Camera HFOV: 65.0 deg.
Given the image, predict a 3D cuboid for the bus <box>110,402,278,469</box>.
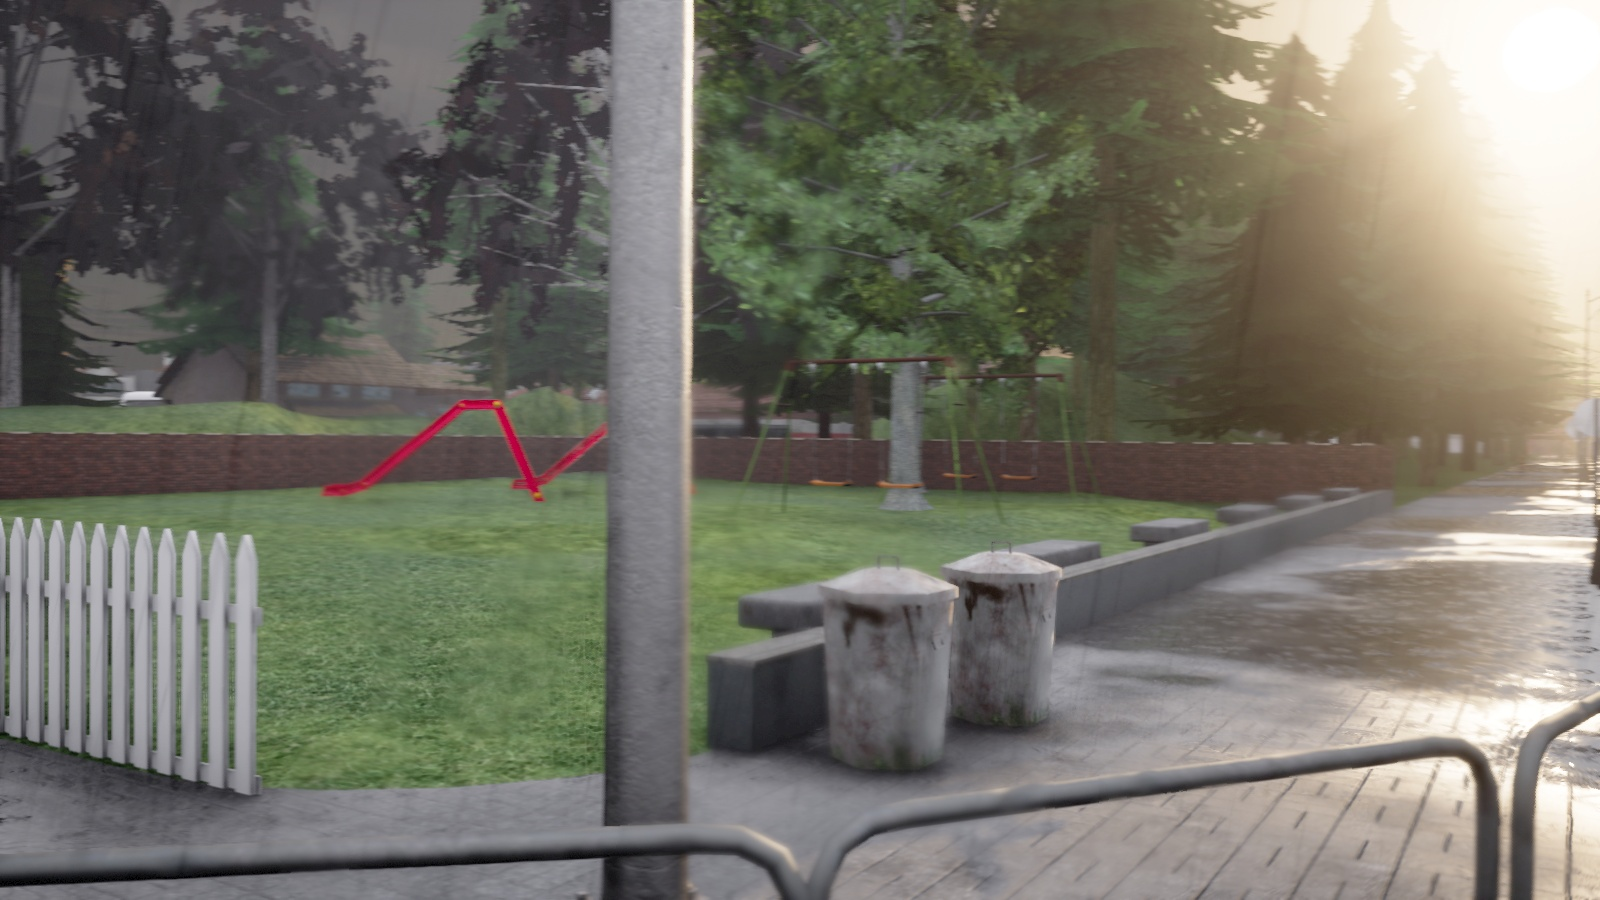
[{"bbox_3d":[-40.908,-0.960,84.803,10.273,4.253,3.944,0,3,19],"label":"bus"}]
